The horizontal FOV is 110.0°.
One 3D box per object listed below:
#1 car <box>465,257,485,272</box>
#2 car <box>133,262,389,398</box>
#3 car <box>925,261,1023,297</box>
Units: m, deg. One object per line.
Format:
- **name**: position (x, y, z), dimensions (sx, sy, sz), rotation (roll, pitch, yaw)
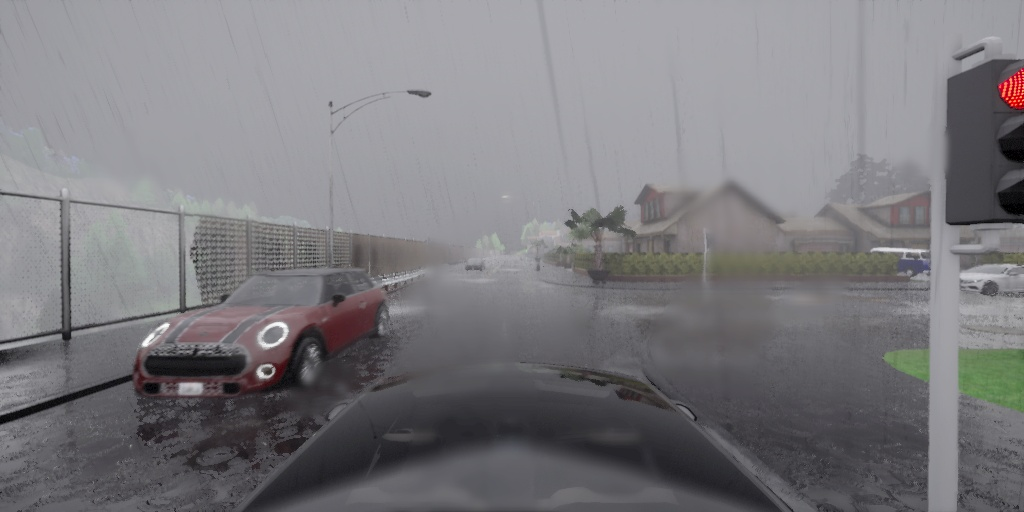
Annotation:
- **car**: position (-3.999, 0.901, 39.382), dimensions (1.882, 1.535, 5.008), rotation (0, 2, 0)
- **car**: position (-4.002, 1.039, 6.706), dimensions (2.097, 1.767, 4.553), rotation (0, 1, 0)
- **car**: position (23.294, 1.121, 17.193), dimensions (4.674, 1.442, 1.812), rotation (0, 1, 0)
